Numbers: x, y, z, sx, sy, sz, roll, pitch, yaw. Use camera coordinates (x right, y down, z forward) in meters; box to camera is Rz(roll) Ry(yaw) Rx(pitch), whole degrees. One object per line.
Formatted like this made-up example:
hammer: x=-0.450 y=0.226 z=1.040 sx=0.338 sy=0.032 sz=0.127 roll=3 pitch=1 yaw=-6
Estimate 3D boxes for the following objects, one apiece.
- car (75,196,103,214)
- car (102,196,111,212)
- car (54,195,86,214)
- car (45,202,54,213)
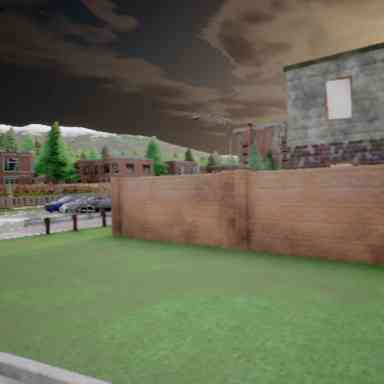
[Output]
car: x=-6.551 y=1.197 z=26.738 sx=1.895 sy=1.301 sz=4.718 roll=-1 pitch=2 yaw=37
car: x=-3.785 y=1.045 z=24.596 sx=1.882 sy=1.535 sz=5.008 roll=-1 pitch=2 yaw=37
car: x=-9.021 y=1.097 z=29.275 sx=2.128 sy=1.511 sz=4.902 roll=-1 pitch=2 yaw=37
car: x=-11.513 y=1.101 z=31.781 sx=1.882 sy=1.535 sz=5.008 roll=-1 pitch=2 yaw=37
